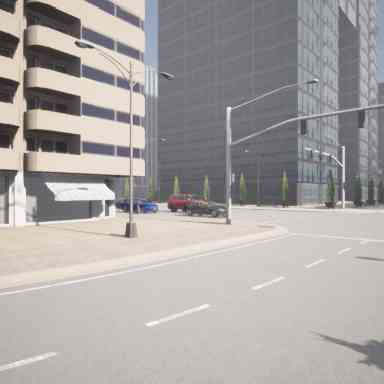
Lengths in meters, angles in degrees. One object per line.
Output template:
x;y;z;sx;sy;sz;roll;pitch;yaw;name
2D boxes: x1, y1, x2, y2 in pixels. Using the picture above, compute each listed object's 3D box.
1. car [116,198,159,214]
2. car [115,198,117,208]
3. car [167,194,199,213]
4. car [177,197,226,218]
-5.864;1.537;37.098;5.008;1.535;1.882;0;0;41;car
-9.471;1.565;44.792;4.892;1.490;1.837;0;0;40;car
-0.264;1.282;36.908;5.566;2.045;2.150;0;0;40;car
1.358;1.551;30.922;4.902;1.511;2.128;0;0;41;car
